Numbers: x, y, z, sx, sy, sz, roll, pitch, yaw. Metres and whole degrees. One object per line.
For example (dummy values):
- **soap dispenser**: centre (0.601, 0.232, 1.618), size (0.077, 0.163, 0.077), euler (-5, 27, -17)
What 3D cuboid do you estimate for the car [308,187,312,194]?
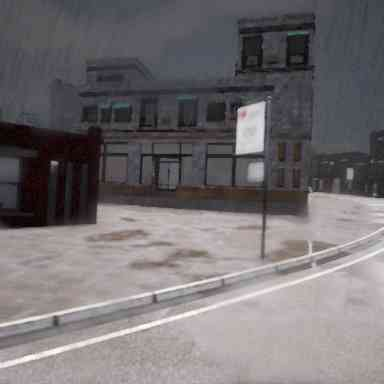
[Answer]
- **car**: centre (19.590, -0.704, 61.075), size (2.150, 2.045, 5.566), euler (3, 3, -19)
